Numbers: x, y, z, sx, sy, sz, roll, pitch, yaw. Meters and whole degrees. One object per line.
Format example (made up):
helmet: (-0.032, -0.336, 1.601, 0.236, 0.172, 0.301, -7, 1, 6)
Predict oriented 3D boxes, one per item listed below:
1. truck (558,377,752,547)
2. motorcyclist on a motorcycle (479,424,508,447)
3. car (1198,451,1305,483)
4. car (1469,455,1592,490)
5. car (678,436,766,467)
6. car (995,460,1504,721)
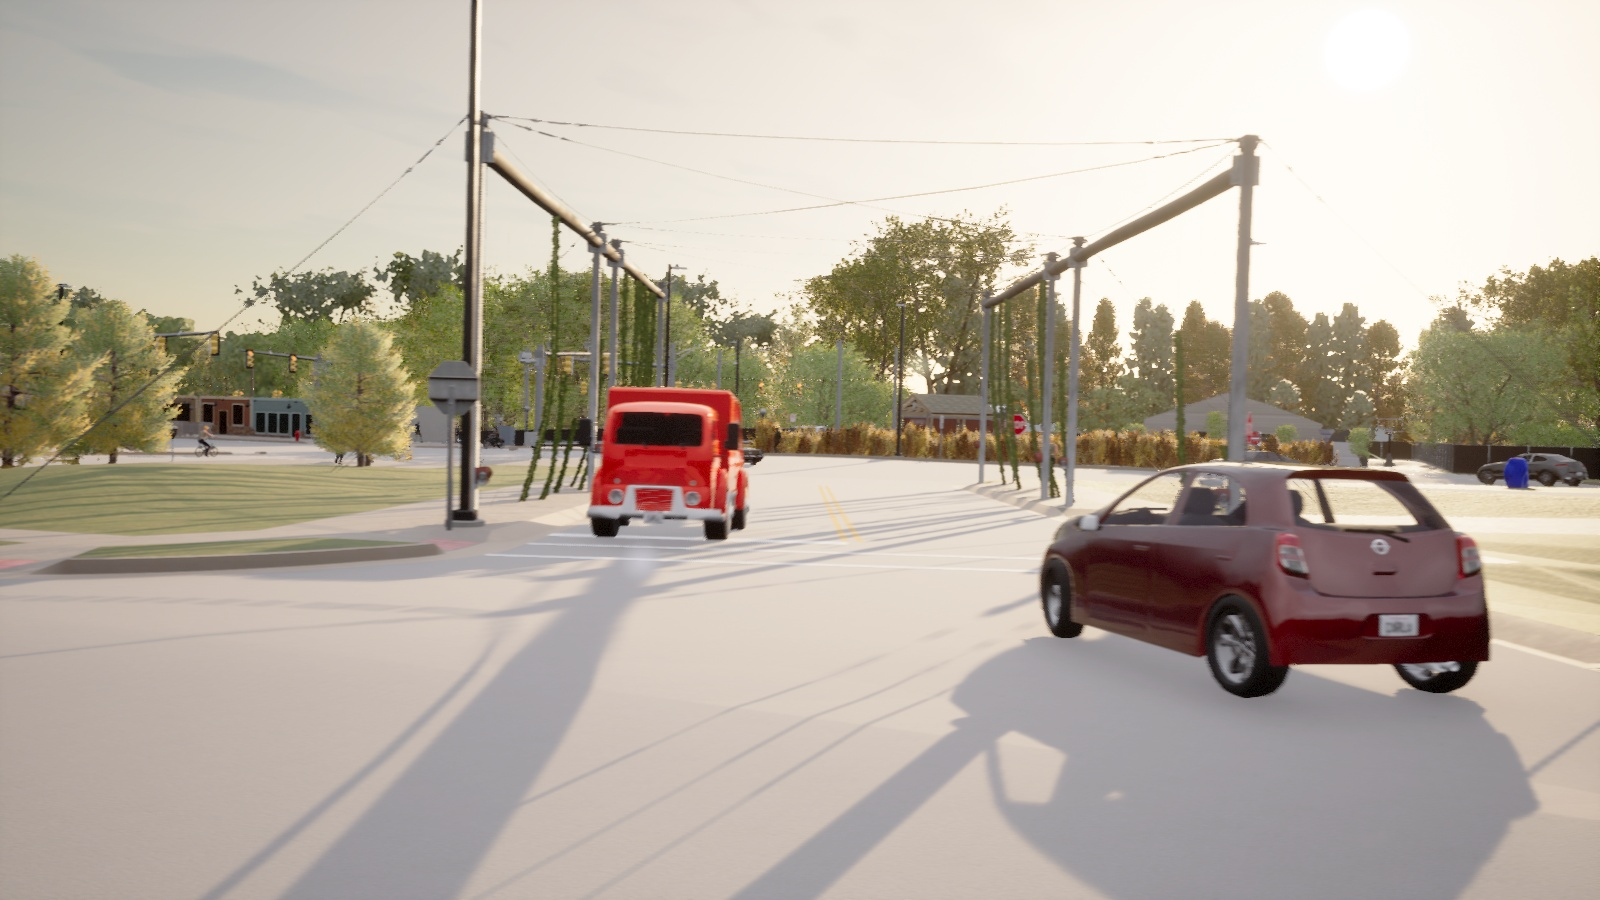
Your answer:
truck: (-2.281, 0.179, 21.513, 2.627, 2.467, 5.204, 2, 0, 0)
motorcyclist on a motorcycle: (-22.986, -1.056, 94.171, 0.766, 1.649, 2.350, 2, 0, 24)
car: (23.209, 0.896, 64.461, 5.357, 1.411, 2.033, 2, 1, -28)
car: (36.932, 1.108, 63.648, 2.152, 1.651, 5.027, 1, 0, -24)
car: (-4.012, 0.051, 63.996, 1.895, 1.301, 4.718, 0, 4, -42)
car: (3.083, 0.885, 9.472, 1.845, 1.501, 3.633, 2, 0, -15)
